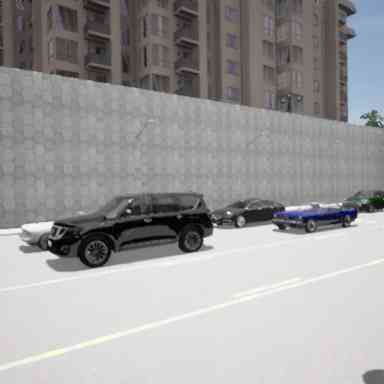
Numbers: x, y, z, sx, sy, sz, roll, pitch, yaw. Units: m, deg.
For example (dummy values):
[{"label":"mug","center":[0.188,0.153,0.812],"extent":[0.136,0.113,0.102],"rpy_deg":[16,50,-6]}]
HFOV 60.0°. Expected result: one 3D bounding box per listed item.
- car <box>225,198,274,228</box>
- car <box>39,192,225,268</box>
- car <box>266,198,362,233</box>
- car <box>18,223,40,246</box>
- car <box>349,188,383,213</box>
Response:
[{"label":"car","center":[3.271,1.119,18.944],"extent":[4.892,1.490,1.837],"rpy_deg":[-2,1,-34]},{"label":"car","center":[-1.844,1.070,11.199],"extent":[5.566,2.045,2.150],"rpy_deg":[-2,1,-34]},{"label":"car","center":[6.204,1.193,16.706],"extent":[4.718,1.301,1.895],"rpy_deg":[-2,1,-34]},{"label":"car","center":[-4.454,1.460,13.659],"extent":[4.718,1.301,1.895],"rpy_deg":[-2,1,-35]},{"label":"car","center":[13.762,0.632,26.110],"extent":[4.553,1.767,2.097],"rpy_deg":[-2,1,-34]}]
